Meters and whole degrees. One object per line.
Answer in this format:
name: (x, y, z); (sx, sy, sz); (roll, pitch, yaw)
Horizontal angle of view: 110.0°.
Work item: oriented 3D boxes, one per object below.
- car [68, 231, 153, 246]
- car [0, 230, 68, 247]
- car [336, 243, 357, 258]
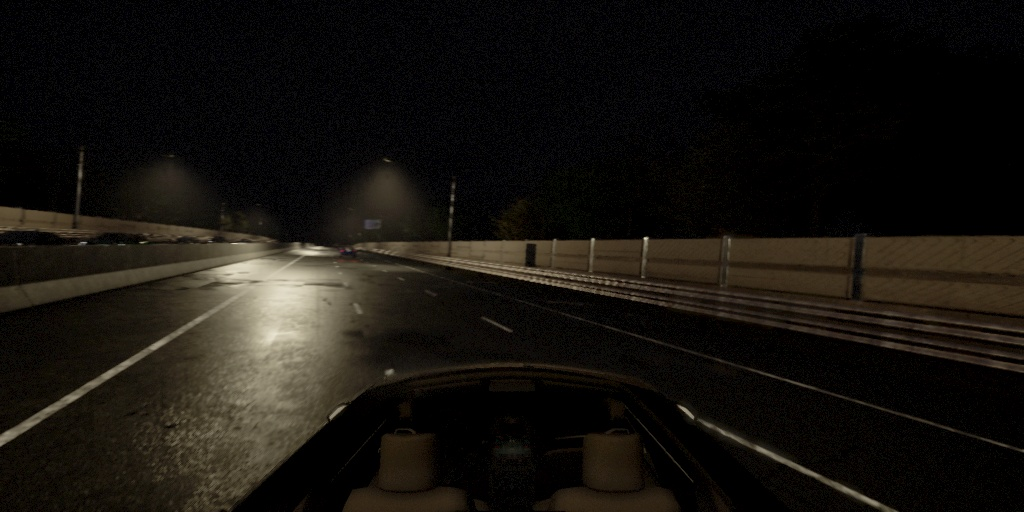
car: (-24.285, -0.679, 22.154); (2.097, 1.767, 4.553); (4, 0, -27)
car: (-27.176, -0.724, 20.112); (1.812, 1.442, 4.674); (4, 0, -27)
car: (-22.862, -0.726, 49.871); (2.097, 1.767, 4.553); (4, 0, -28)
